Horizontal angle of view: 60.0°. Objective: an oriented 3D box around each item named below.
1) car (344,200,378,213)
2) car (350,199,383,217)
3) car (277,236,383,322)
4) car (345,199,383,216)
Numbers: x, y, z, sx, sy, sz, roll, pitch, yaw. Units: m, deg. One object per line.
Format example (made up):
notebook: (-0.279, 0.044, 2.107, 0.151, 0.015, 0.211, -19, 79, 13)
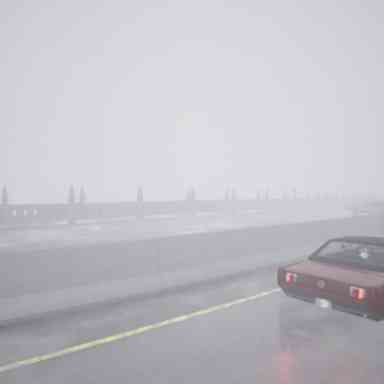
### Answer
car: (19.660, 1.613, 38.610, 4.718, 1.301, 1.895, 0, 0, -40)
car: (17.439, 1.484, 32.187, 5.008, 1.535, 1.882, 0, 0, -40)
car: (3.970, 1.603, 7.049, 4.718, 1.301, 1.895, 0, 0, -39)
car: (13.551, 1.496, 24.363, 4.902, 1.511, 2.128, 0, 0, -40)
